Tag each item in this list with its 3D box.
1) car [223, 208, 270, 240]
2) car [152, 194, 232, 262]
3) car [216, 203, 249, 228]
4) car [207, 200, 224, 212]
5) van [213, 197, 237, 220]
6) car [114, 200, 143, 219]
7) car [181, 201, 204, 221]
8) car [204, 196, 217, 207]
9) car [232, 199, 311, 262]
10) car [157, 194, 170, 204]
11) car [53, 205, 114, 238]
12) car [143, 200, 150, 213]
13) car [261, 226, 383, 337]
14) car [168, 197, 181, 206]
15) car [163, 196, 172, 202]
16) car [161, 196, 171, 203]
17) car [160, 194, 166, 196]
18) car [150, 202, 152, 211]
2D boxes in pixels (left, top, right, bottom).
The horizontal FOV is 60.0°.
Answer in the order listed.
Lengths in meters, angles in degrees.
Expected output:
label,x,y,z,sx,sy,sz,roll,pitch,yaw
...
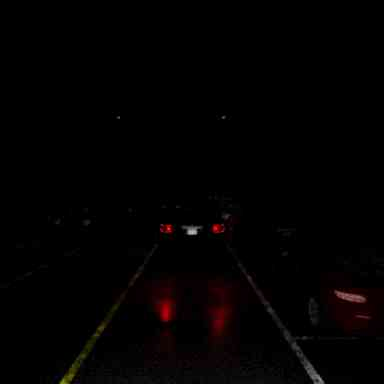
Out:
label,x,y,z,sx,sy,sz,roll,pitch,yaw
car,2.763,1.609,17.704,1.802,1.307,4.206,0,0,0
car,0.030,1.242,12.326,2.150,2.045,5.566,0,0,0
car,2.762,1.561,23.476,1.752,1.417,4.829,0,0,0
car,2.760,1.646,40.113,1.802,1.307,4.206,0,0,0
van,2.762,1.386,28.908,1.690,1.788,3.998,0,0,0
car,-5.763,1.485,28.892,1.967,1.590,4.097,0,0,0
car,0.041,1.551,28.512,1.837,1.490,4.892,0,0,0
car,2.994,1.546,54.734,1.801,1.575,5.366,0,0,0
car,2.764,1.333,12.102,2.192,1.841,5.009,0,0,0
car,-5.767,1.431,68.105,2.192,1.841,5.009,0,0,0
car,-5.762,1.467,17.689,1.967,1.590,4.097,0,0,0
car,-5.764,1.637,34.493,1.802,1.307,4.206,0,0,0
car,2.764,1.591,6.499,1.802,1.307,4.206,0,0,0
car,-3.062,1.661,58.782,1.994,1.385,4.181,0,0,0
car,-5.769,1.663,79.137,1.752,1.417,4.829,0,0,0
car,-5.768,1.652,73.536,1.752,1.417,4.829,0,0,0
car,-5.767,1.650,62.502,1.887,1.381,4.507,0,0,0
car,-5.765,1.630,40.095,1.947,1.339,4.313,0,0,0
